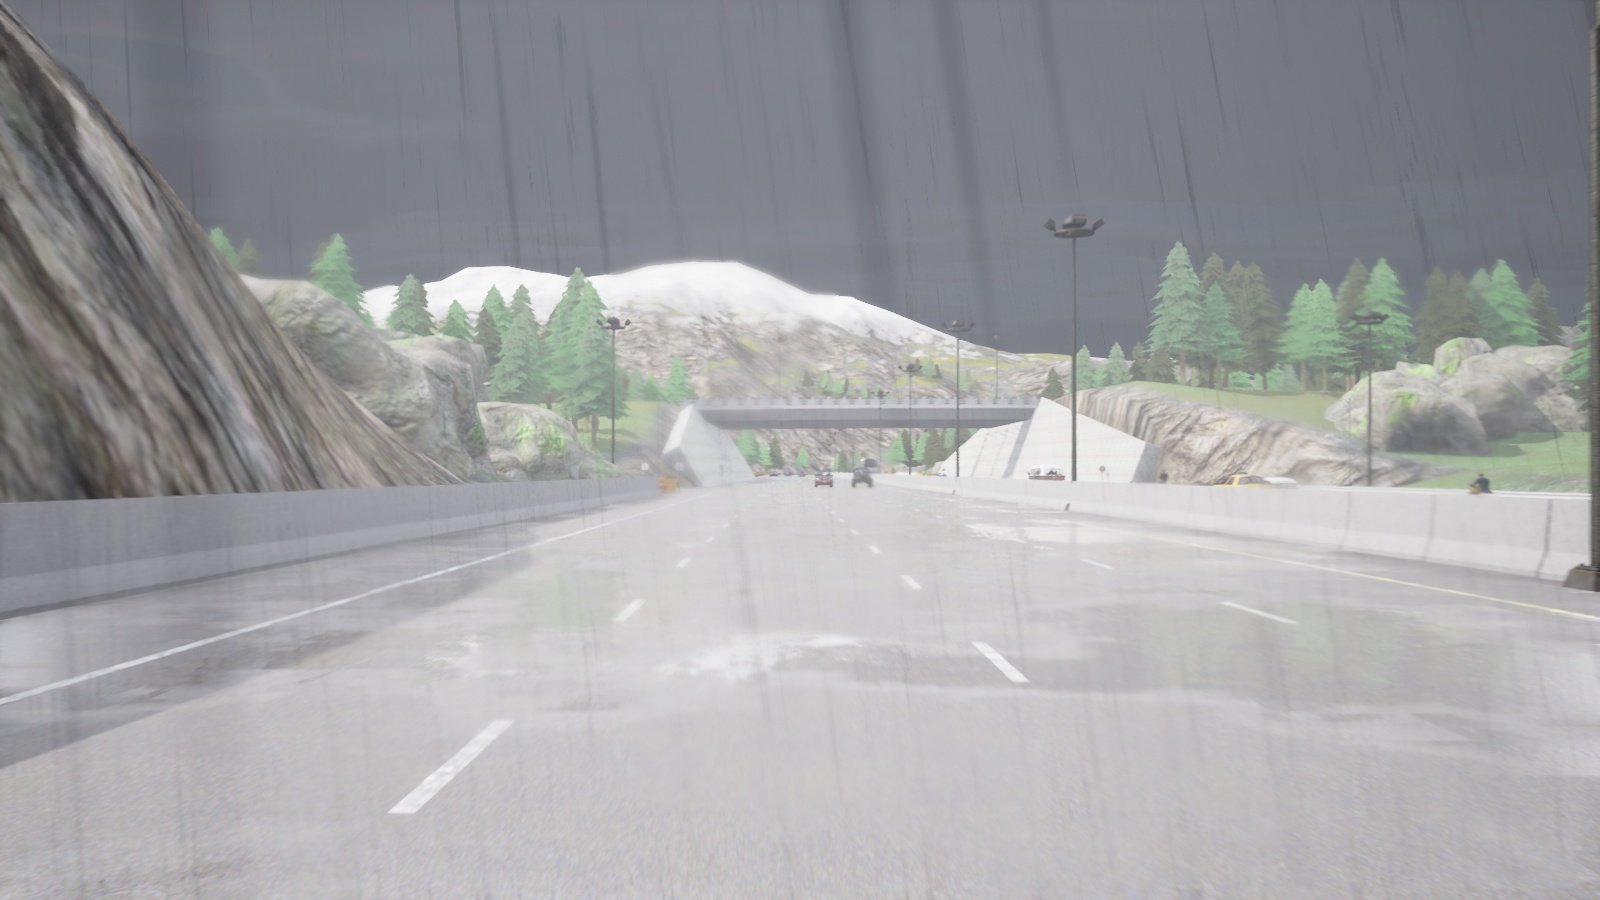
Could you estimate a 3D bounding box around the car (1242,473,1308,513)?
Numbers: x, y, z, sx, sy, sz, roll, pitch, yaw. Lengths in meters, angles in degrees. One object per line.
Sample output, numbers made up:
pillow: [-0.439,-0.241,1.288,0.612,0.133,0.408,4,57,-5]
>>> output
car: [17.024,1.541,45.088,1.481,1.376,2.207,0,-1,-1]

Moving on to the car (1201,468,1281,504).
car: [20.383,1.629,58.280,1.801,1.575,5.366,0,-1,-1]

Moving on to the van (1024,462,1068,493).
van: [16.598,1.876,84.937,2.069,2.038,4.480,0,-1,-1]
